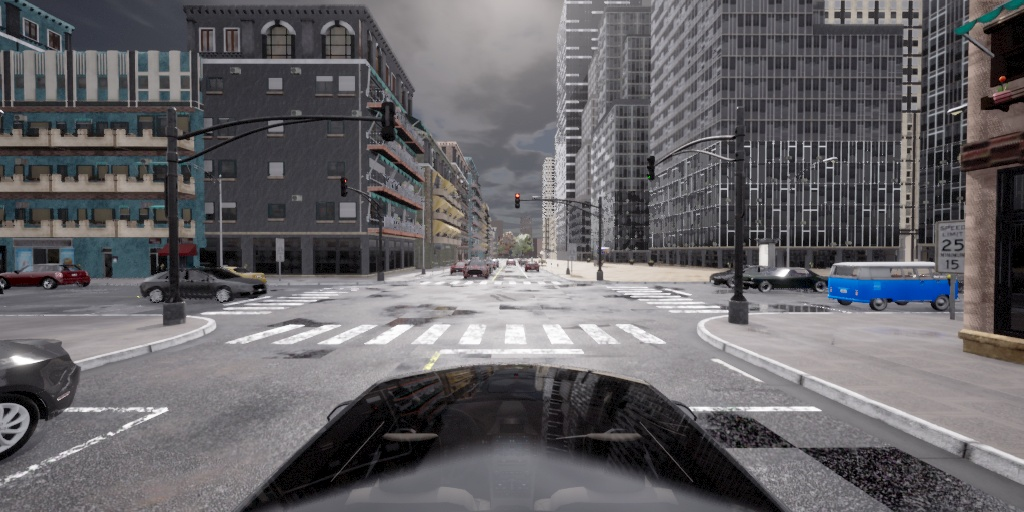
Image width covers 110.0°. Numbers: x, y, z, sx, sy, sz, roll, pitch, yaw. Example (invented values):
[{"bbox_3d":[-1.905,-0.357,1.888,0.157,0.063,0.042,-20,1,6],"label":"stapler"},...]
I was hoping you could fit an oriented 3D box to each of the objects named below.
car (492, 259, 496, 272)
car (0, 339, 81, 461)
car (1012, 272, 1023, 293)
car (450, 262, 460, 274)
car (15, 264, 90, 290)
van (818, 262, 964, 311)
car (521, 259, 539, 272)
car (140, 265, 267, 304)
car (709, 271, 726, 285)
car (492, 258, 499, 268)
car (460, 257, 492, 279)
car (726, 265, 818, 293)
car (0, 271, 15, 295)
[{"bbox_3d":[-3.211,1.345,41.527,1.895,1.301,4.718,0,0,0],"label":"car"},{"bbox_3d":[-5.690,1.300,2.149,2.007,1.370,4.403,0,0,0],"label":"car"},{"bbox_3d":[25.063,1.217,19.689,5.357,1.411,2.033,0,1,0],"label":"car"},{"bbox_3d":[-5.801,1.289,40.215,1.888,1.381,4.507,0,0,0],"label":"car"},{"bbox_3d":[-28.837,1.190,22.046,4.097,1.591,1.967,0,0,0],"label":"car"},{"bbox_3d":[14.656,1.117,13.864,3.998,1.789,1.690,0,0,0],"label":"van"},{"bbox_3d":[2.529,1.289,45.945,1.888,1.381,4.507,0,0,0],"label":"car"},{"bbox_3d":[-13.906,1.304,16.310,4.892,1.490,1.837,0,1,0],"label":"car"},{"bbox_3d":[14.618,1.215,22.245,4.313,1.339,1.948,0,0,0],"label":"car"},{"bbox_3d":[-3.238,1.346,51.590,1.895,1.301,4.718,0,0,0],"label":"car"},{"bbox_3d":[-3.163,1.097,32.497,2.097,1.767,4.553,0,0,-1],"label":"car"},{"bbox_3d":[14.805,1.289,19.646,4.718,1.301,1.895,0,1,0],"label":"car"},{"bbox_3d":[-26.165,1.395,16.256,4.181,1.385,1.994,0,1,0],"label":"car"}]
